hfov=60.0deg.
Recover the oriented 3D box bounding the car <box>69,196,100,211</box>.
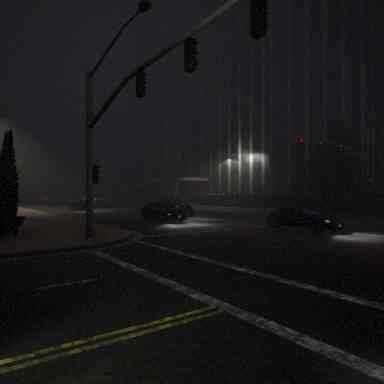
[{"bbox_3d":[-13.557,1.547,41.037,2.033,1.411,5.357,0,0,-36],"label":"car"}]

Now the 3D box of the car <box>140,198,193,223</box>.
[{"bbox_3d":[-2.313,1.505,25.540,1.837,1.490,4.892,0,0,-36],"label":"car"}]

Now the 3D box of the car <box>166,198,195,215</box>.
[{"bbox_3d":[-1.717,1.352,30.682,2.097,1.767,4.553,0,0,-36],"label":"car"}]

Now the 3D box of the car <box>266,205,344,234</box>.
[{"bbox_3d":[6.468,1.525,19.521,1.812,1.442,4.674,0,0,-36],"label":"car"}]

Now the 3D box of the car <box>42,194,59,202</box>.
[{"bbox_3d":[-23.183,1.073,54.458,2.097,1.767,4.553,0,0,-36],"label":"car"}]

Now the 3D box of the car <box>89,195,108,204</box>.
[{"bbox_3d":[-18.643,1.478,66.247,1.882,1.535,5.008,0,0,-36],"label":"car"}]

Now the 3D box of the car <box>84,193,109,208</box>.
[{"bbox_3d":[-13.818,1.220,47.371,2.150,2.045,5.566,0,0,-36],"label":"car"}]
